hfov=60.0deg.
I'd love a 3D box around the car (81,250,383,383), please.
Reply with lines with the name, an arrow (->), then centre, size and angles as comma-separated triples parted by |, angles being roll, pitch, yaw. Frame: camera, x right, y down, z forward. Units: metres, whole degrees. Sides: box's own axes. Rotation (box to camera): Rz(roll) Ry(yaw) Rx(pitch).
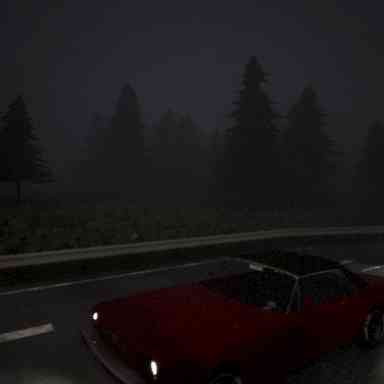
car -> 0.999, 1.604, 4.701 | 4.718, 1.301, 1.895 | 0, 0, -35
